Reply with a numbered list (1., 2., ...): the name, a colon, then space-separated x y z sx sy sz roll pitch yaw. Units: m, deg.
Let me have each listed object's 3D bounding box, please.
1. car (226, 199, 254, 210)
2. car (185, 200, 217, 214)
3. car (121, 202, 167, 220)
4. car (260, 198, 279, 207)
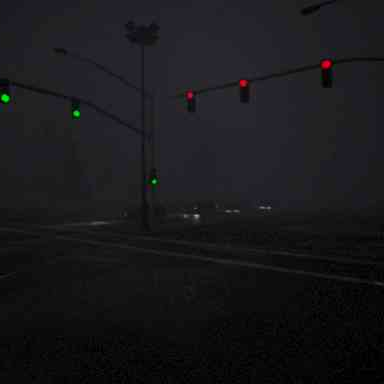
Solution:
1. car: 6.775 1.703 46.322 2.033 1.411 5.357 -1 0 36
2. car: 1.109 1.678 38.325 1.837 1.490 4.892 -1 0 35
3. car: -4.325 1.681 30.708 2.128 1.511 4.902 -1 0 36
4. car: 12.764 1.701 54.723 1.994 1.385 4.181 -1 0 36
